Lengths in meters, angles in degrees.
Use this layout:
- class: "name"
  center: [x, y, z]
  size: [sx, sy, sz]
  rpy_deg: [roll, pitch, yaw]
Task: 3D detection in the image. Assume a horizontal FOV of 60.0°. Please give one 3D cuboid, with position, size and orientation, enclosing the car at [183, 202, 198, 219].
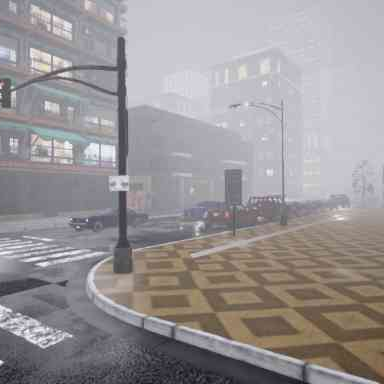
- class: "car"
  center: [1.221, 1.447, 28.088]
  size: [1.882, 1.535, 5.008]
  rpy_deg: [-1, 0, 36]

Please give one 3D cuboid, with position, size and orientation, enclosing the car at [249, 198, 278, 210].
- class: "car"
  center: [9.360, 1.489, 43.274]
  size: [1.752, 1.417, 4.829]
  rpy_deg: [-1, 0, 36]

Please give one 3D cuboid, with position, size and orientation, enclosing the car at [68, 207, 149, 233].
- class: "car"
  center: [-4.873, 1.592, 19.834]
  size: [1.895, 1.301, 4.718]
  rpy_deg: [-1, 0, 37]

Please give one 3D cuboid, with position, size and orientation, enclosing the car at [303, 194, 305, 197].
- class: "car"
  center: [22.639, 1.439, 61.279]
  size: [1.752, 1.417, 4.829]
  rpy_deg: [-1, 0, 36]

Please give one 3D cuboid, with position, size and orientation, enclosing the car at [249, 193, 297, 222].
- class: "car"
  center: [5.842, 1.215, 25.231]
  size: [2.192, 1.841, 5.009]
  rpy_deg: [-1, 0, 36]

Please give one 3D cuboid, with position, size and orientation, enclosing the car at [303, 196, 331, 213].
- class: "car"
  center: [12.483, 1.421, 34.232]
  size: [1.887, 1.381, 4.507]
  rpy_deg: [-1, 0, 36]

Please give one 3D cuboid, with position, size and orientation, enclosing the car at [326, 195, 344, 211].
- class: "car"
  center: [15.803, 1.415, 38.733]
  size: [2.008, 1.369, 4.403]
  rpy_deg: [-1, 0, 36]

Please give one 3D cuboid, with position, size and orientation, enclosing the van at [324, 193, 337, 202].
- class: "van"
  center: [29.378, 1.229, 70.419]
  size: [1.690, 1.788, 3.998]
  rpy_deg: [-1, 0, 36]

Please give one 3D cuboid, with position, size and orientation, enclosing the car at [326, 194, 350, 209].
- class: "car"
  center: [19.121, 1.167, 43.236]
  size: [2.192, 1.841, 5.009]
  rpy_deg: [-1, 0, 36]

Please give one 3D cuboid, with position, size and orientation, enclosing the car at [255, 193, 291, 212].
- class: "car"
  center: [9.740, 1.162, 39.618]
  size: [2.150, 2.045, 5.566]
  rpy_deg: [-1, -1, 37]

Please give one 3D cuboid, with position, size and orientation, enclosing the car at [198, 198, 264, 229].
- class: "car"
  center: [2.523, 1.352, 20.729]
  size: [1.967, 1.590, 4.097]
  rpy_deg: [-1, 0, 36]

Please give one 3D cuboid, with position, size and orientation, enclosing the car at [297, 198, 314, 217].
- class: "car"
  center: [9.164, 1.471, 29.731]
  size: [1.802, 1.307, 4.206]
  rpy_deg: [-1, 0, 36]

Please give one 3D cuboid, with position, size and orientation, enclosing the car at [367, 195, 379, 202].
- class: "car"
  center: [35.721, 1.334, 65.741]
  size: [1.887, 1.381, 4.507]
  rpy_deg: [-1, 0, 36]
